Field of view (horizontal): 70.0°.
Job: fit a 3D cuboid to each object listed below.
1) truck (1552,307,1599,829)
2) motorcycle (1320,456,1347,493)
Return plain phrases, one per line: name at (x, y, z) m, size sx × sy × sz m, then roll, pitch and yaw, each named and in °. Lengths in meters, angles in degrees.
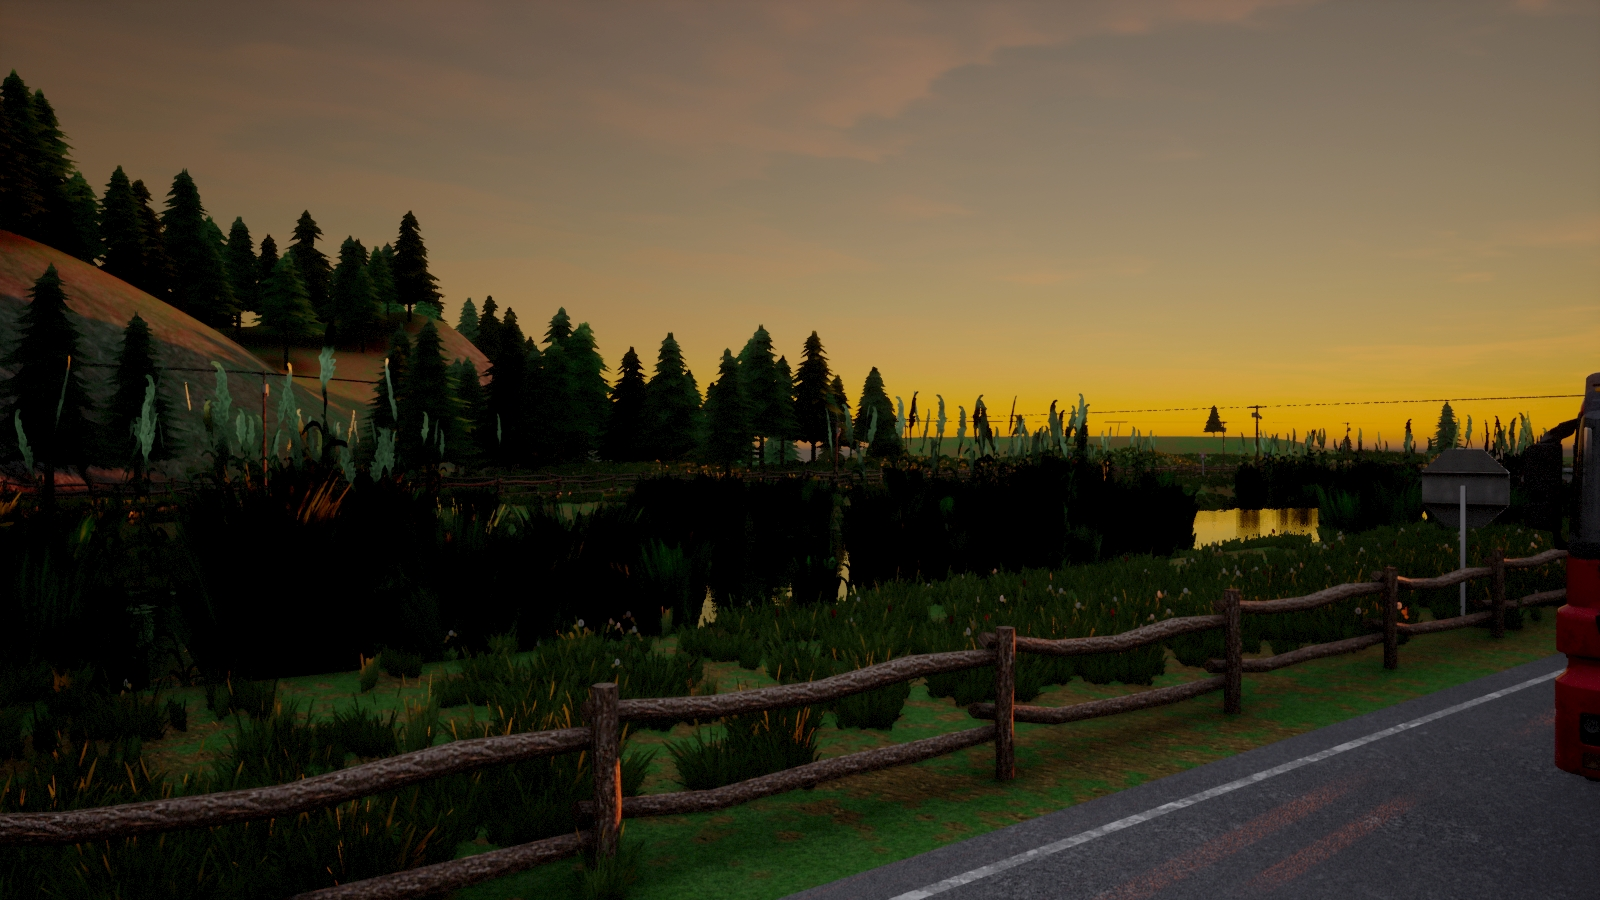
truck at (9.436, 0.862, 10.925) m, size 2.891 × 3.827 × 8.468 m, roll 0°, pitch 0°, yaw 39°
motorcycle at (34.806, 1.577, 74.501) m, size 2.033 × 2.348 × 0.803 m, roll 0°, pitch 0°, yaw -39°
